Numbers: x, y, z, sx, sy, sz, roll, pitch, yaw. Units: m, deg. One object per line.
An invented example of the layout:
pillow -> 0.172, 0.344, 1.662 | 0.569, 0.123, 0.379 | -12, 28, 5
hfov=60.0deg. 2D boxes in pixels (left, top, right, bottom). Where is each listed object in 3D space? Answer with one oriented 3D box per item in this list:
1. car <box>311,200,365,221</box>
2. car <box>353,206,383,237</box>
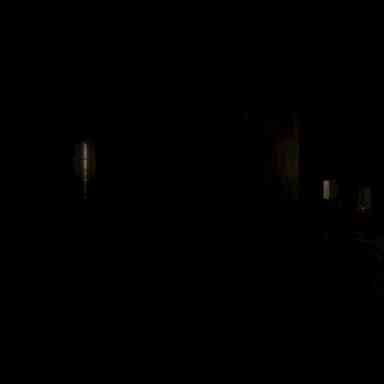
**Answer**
car -> 11.290, 1.322, 25.640 | 1.967, 1.590, 4.097 | 0, 0, -35
car -> 9.507, 1.531, 14.702 | 1.895, 1.301, 4.718 | 0, 0, -6
